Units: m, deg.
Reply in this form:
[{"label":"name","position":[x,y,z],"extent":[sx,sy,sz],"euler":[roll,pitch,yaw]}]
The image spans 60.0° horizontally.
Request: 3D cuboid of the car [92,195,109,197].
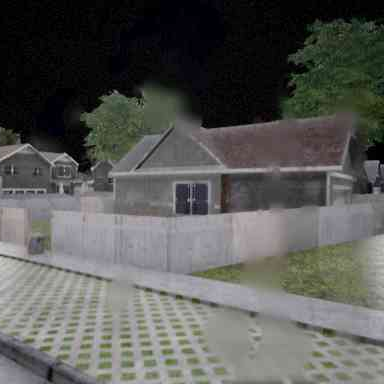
[{"label":"car","position":[-10.930,1.110,38.956],"extent":[1.837,1.490,4.892],"euler":[1,3,34]}]
